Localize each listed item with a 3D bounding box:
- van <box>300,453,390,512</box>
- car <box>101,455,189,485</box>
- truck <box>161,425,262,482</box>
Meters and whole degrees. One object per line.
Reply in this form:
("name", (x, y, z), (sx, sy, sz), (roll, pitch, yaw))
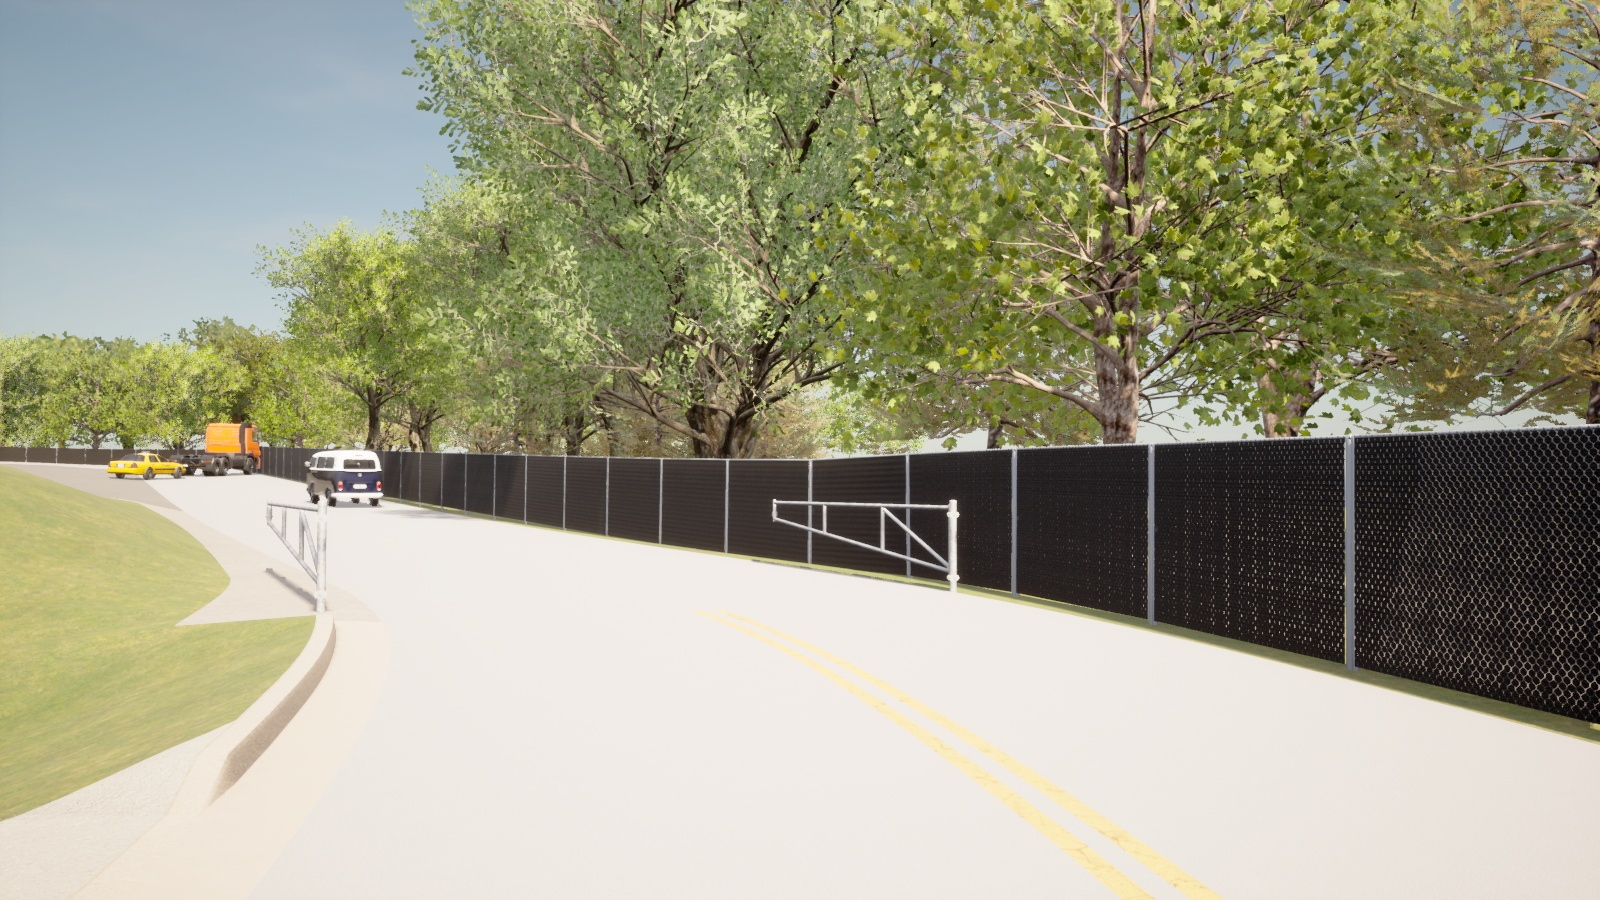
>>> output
("van", (-16.935, 1.157, 46.590), (2.069, 2.038, 4.480), (1, 0, -35))
("car", (-36.676, 1.127, 70.474), (1.801, 1.575, 5.366), (1, 0, 4))
("truck", (-37.737, 0.209, 80.917), (2.891, 3.462, 7.936), (1, 0, -1))
